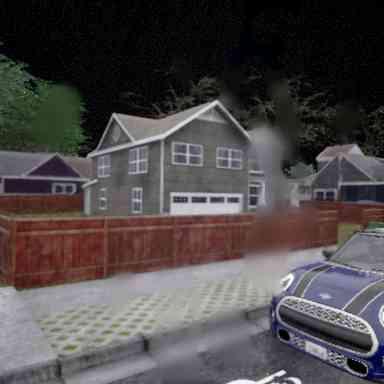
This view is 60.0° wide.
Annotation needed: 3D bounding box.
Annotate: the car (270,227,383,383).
[{"bbox_3d":[3.391,1.415,5.482,4.553,1.767,2.097,1,0,-35],"label":"car"}]
